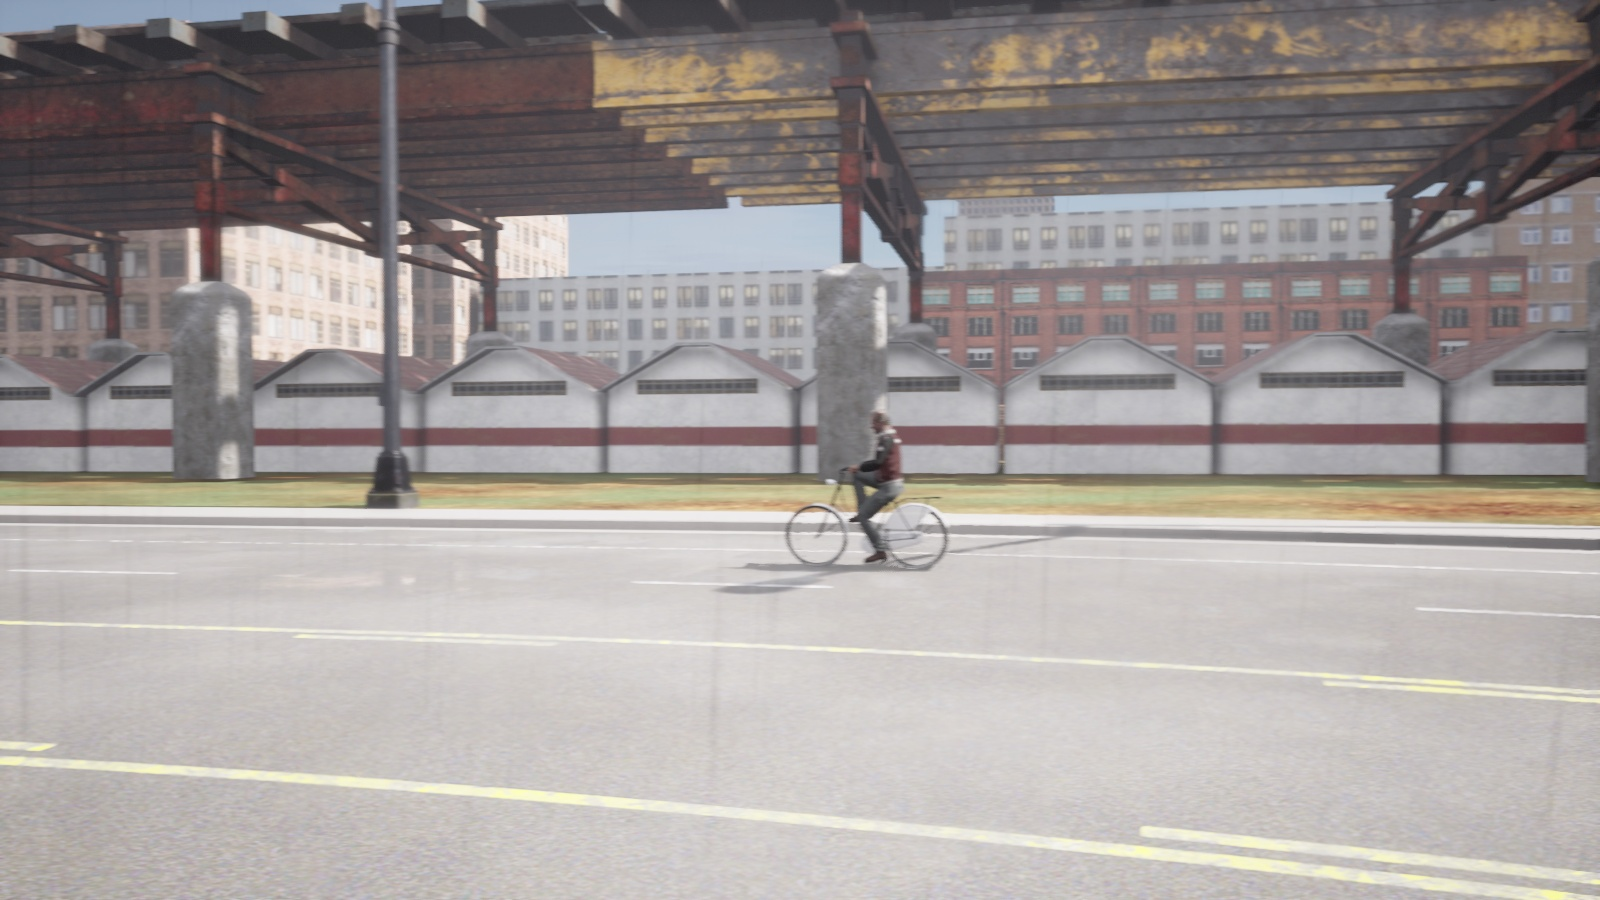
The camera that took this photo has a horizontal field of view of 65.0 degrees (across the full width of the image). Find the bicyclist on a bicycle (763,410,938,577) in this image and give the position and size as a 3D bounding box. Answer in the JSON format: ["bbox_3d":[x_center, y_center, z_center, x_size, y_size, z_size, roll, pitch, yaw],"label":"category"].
[{"bbox_3d":[0.569,0.456,13.993,1.843,1.776,0.659,1,3,15],"label":"bicyclist on a bicycle"}]
